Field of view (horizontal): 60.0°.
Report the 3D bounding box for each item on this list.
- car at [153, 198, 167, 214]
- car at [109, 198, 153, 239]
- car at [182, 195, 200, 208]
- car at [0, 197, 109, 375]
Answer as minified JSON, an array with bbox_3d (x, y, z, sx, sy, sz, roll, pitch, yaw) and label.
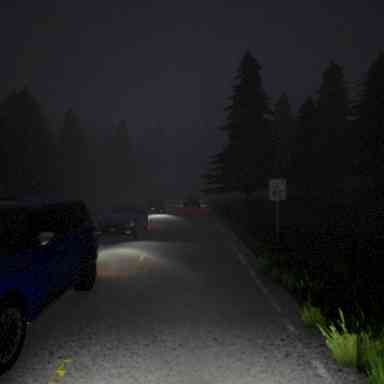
[{"bbox_3d":[-3.319,1.192,29.818,1.994,1.385,4.181,0,1,0],"label":"car"},{"bbox_3d":[-3.312,1.274,16.336,1.882,1.535,5.008,0,1,0],"label":"car"},{"bbox_3d":[-0.039,1.061,37.643,1.812,1.442,4.674,0,1,0],"label":"car"},{"bbox_3d":[-3.299,1.150,5.823,2.150,2.045,5.566,0,1,0],"label":"car"}]
